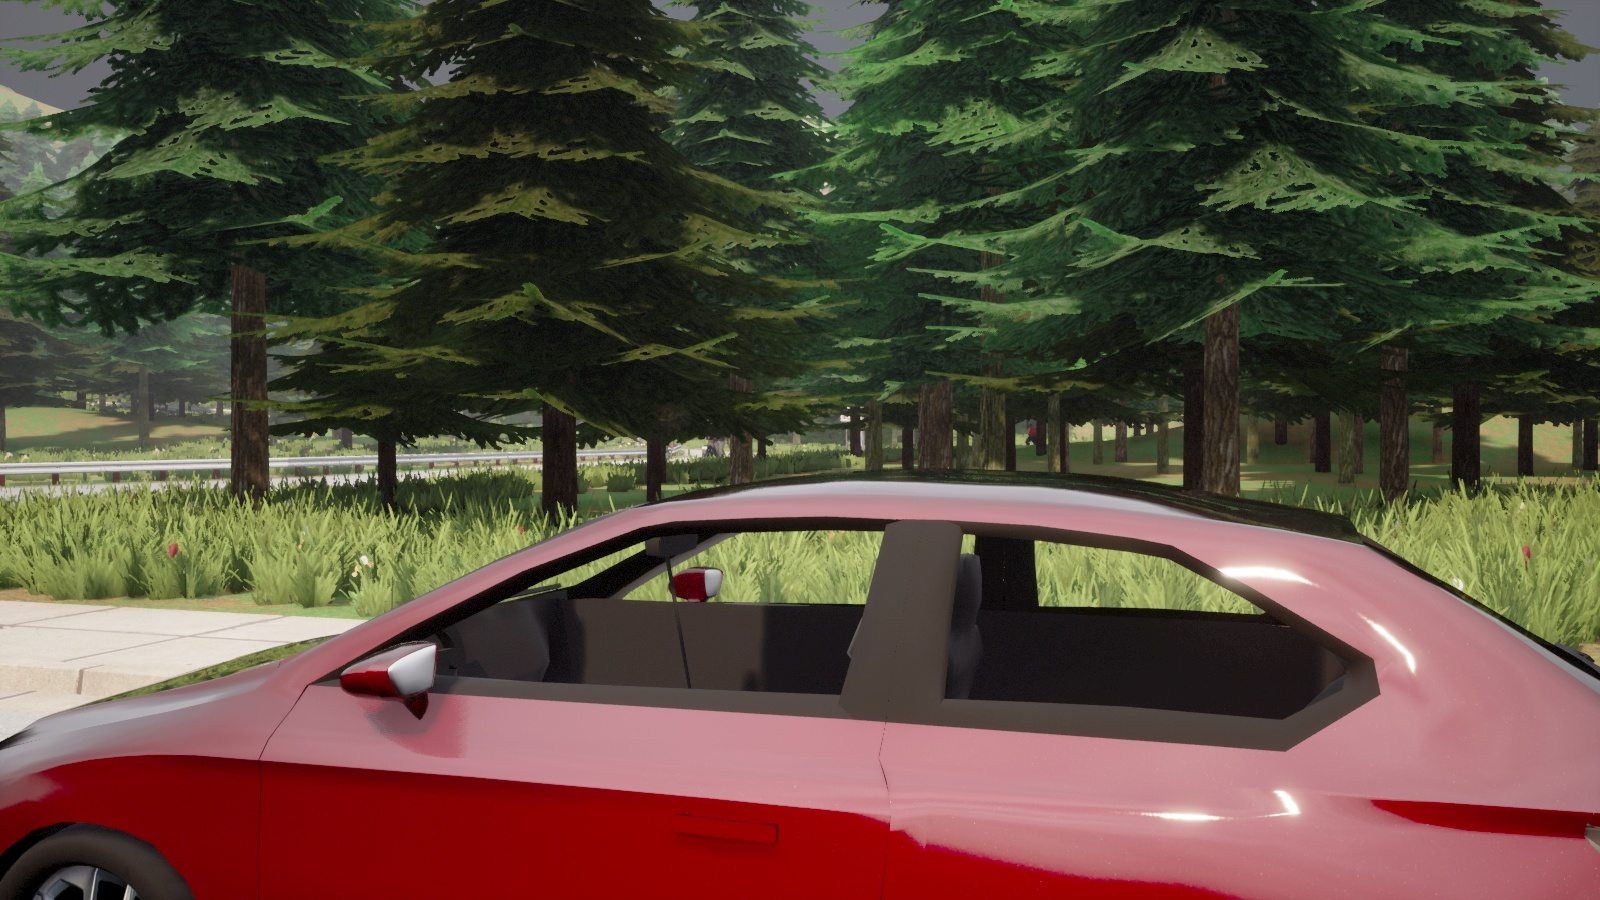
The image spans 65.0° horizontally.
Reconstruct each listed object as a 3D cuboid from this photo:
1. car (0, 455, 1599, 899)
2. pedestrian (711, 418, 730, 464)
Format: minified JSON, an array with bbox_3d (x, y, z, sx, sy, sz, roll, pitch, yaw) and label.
[{"bbox_3d":[-0.113,0.788,3.231,4.193,1.474,1.816,1,1,19],"label":"car"},{"bbox_3d":[-3.233,-0.368,51.052,0.563,1.883,0.849,0,1,9],"label":"pedestrian"}]
